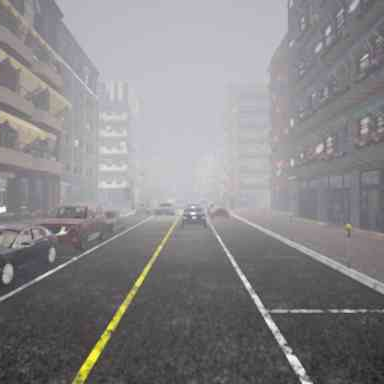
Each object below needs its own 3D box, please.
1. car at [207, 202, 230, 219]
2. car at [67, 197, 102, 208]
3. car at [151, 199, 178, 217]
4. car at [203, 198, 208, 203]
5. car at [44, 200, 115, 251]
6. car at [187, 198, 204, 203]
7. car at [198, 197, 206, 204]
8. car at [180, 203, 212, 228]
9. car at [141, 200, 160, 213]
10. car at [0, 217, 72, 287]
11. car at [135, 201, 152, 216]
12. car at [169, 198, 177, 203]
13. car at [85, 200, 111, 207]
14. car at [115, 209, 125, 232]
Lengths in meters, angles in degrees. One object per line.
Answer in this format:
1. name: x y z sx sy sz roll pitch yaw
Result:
1. car: 2.610 1.865 31.666 1.802 1.307 4.206 1 -1 0
2. car: -17.500 1.716 54.279 5.009 1.841 2.192 0 -1 0
3. car: -2.757 1.789 34.926 1.882 1.535 5.008 0 -1 1
4. car: 2.618 1.773 37.216 1.967 1.590 4.097 1 -1 0
5. car: -5.286 1.450 15.010 2.192 1.841 5.009 1 -1 0
6. car: 0.142 1.828 39.207 1.882 1.535 5.008 0 -1 0
7. car: 2.675 2.206 86.655 1.967 1.590 4.097 1 0 0
8. car: 0.128 1.765 24.319 2.033 1.411 5.357 0 -1 0
9. car: -5.264 1.821 42.752 1.967 1.590 4.097 1 -1 0
10. car: -5.296 1.637 9.459 2.008 1.369 4.403 1 -1 0
11. car: -5.268 1.914 37.202 1.802 1.307 4.206 1 -1 0
12. car: -5.200 2.339 92.134 1.752 1.417 4.829 1 0 0
13. car: -17.552 2.133 62.152 4.313 1.339 1.947 0 -1 0
14. car: -5.283 1.750 20.556 1.947 1.339 4.313 1 -1 0
